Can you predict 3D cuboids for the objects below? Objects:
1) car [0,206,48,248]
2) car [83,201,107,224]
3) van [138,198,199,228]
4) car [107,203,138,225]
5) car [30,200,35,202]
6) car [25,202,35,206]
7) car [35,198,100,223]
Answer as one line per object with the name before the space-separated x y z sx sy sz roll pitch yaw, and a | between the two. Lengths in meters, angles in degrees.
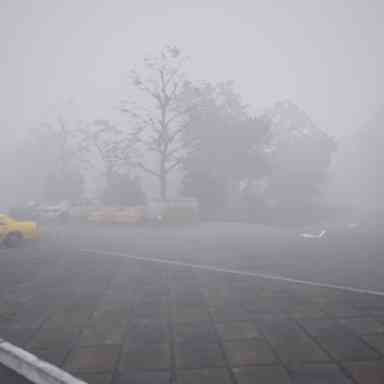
car | -8.975 1.586 13.455 1.946 1.575 5.366 -1 -1 35
car | -5.662 1.696 26.564 1.946 1.575 5.366 -1 -1 35
van | -1.370 1.379 23.189 1.878 1.987 4.442 -1 -1 35
car | -3.483 1.647 25.037 1.946 1.575 5.366 -1 -1 35
car | -14.958 1.726 32.783 2.435 2.045 5.566 -2 -1 35
car | -12.747 1.901 31.276 2.231 1.521 4.892 -2 -1 35
car | -10.471 1.572 29.671 2.435 2.045 5.566 -2 -1 35
